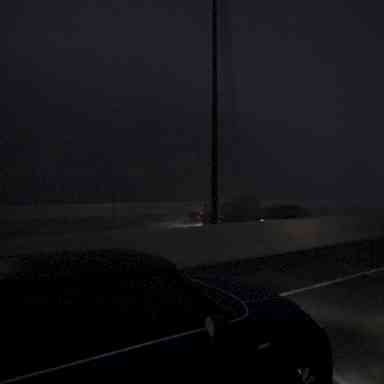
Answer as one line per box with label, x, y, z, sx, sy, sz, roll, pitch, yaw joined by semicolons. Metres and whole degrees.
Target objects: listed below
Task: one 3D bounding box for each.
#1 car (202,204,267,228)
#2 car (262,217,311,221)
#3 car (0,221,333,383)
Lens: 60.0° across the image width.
car;2.948;1.558;22.934;4.181;1.385;1.994;0;0;-35
car;5.181;1.497;20.221;4.892;1.490;1.837;0;0;-35
car;-0.719;1.352;3.151;4.553;1.767;2.097;0;0;-35
